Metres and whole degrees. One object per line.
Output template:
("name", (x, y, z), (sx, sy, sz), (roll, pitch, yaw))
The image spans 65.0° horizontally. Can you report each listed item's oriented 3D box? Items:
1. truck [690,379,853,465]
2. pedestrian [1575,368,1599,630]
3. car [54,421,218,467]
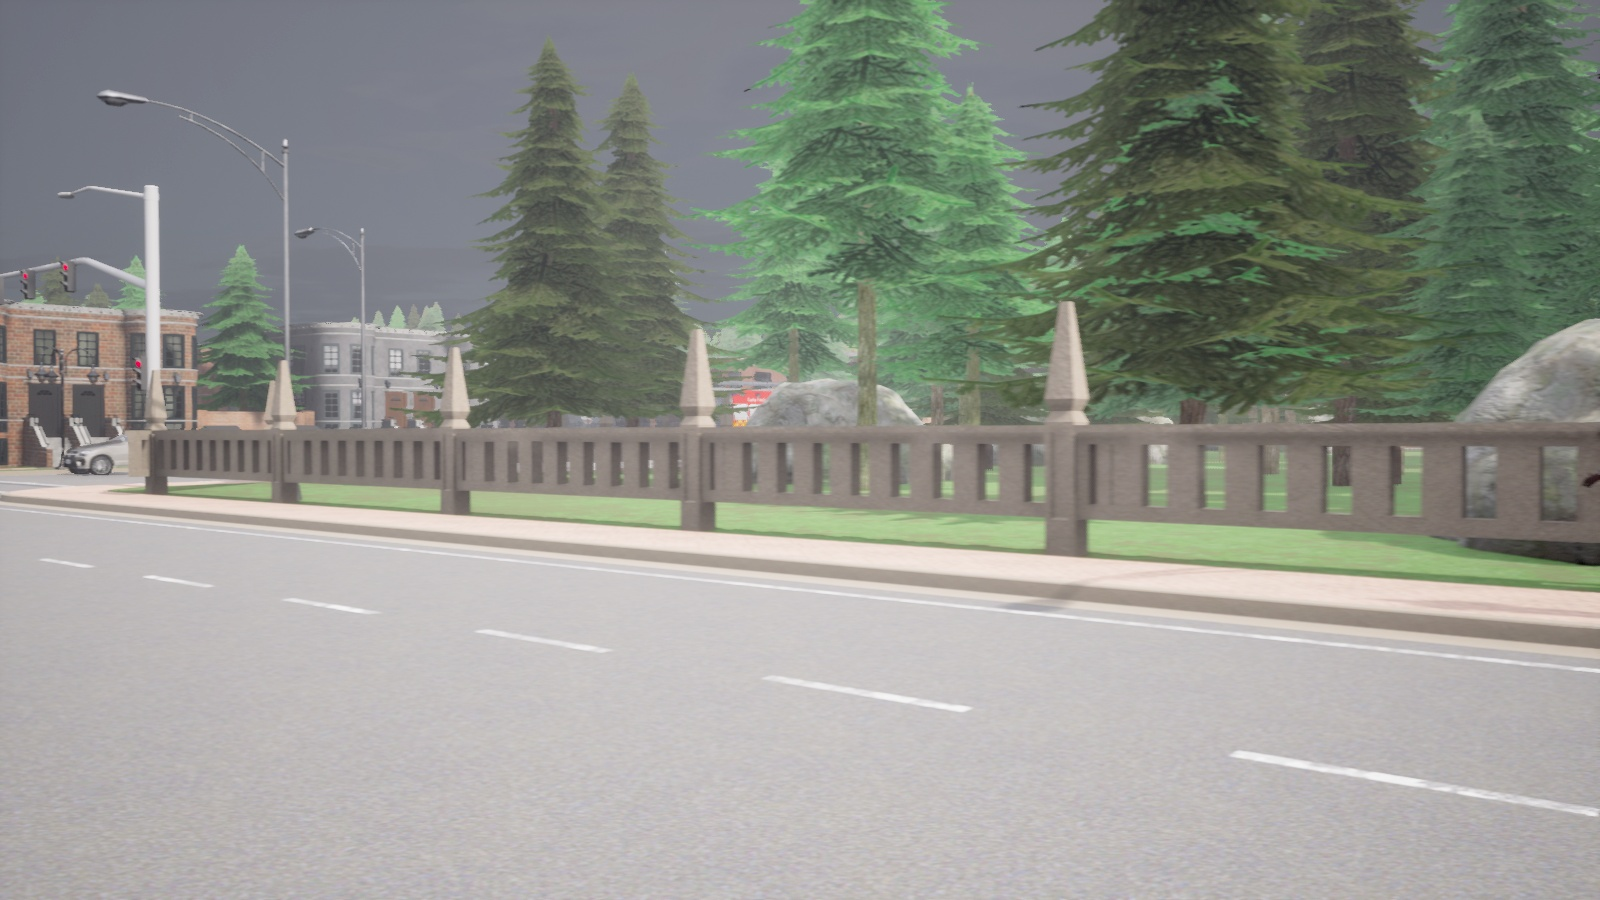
("truck", (-1.208, -1.299, 59.762), (2.891, 3.827, 8.468), (1, 1, 40))
("pedestrian", (6.166, 0.360, 9.296), (0.666, 1.930, 0.402), (1, 1, 39))
("car", (-25.021, -0.250, 47.488), (2.152, 1.651, 5.027), (1, 1, 40))
